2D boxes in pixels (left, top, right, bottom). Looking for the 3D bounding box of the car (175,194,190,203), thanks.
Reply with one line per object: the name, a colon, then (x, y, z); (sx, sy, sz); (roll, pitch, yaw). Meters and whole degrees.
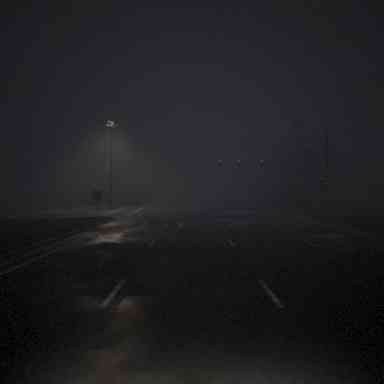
car: (-1.875, 1.586, 71.308); (2.128, 1.511, 4.902); (0, 0, 0)
